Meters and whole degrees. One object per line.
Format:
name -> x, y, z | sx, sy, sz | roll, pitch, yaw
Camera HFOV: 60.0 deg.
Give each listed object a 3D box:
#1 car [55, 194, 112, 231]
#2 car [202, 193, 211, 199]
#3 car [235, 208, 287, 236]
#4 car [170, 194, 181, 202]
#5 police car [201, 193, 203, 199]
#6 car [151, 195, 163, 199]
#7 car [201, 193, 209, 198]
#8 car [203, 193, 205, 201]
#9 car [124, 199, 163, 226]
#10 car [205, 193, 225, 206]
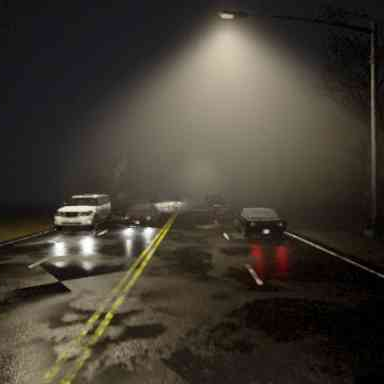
car -> -6.553, 1.176, 20.797 | 2.150, 2.045, 5.566 | -1, 0, 0
car -> 3.457, 0.988, 79.428 | 1.812, 1.442, 4.674 | 0, 0, 0
car -> 3.401, 1.474, 17.415 | 1.895, 1.301, 4.718 | 0, 1, 0
car -> -3.114, 1.167, 64.078 | 1.837, 1.490, 4.892 | 0, 0, 1
police car -> 3.424, 0.972, 68.539 | 1.930, 1.638, 5.238 | 0, 1, 0
car -> -6.374, 1.267, 60.667 | 2.033, 1.411, 5.357 | -1, 0, 1
car -> 3.537, 0.977, 90.427 | 1.895, 1.301, 4.718 | -1, 0, 1
car -> 3.408, 1.046, 57.434 | 2.033, 1.649, 4.856 | 0, 0, 0
car -> -3.297, 1.463, 22.834 | 2.033, 1.411, 5.357 | -1, 0, 0
car -> 3.361, 1.056, 46.409 | 2.097, 1.767, 4.553 | -1, 0, 0
